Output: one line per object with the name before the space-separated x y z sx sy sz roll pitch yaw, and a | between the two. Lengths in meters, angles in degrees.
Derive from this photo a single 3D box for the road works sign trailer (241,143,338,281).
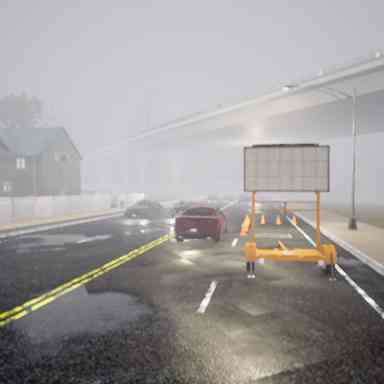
road works sign trailer | 2.715 0.398 9.752 2.380 3.560 2.880 0 0 8

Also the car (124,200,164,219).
car | -3.832 1.354 27.617 2.033 1.411 5.357 0 0 11

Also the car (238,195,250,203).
car | 9.341 1.178 59.463 1.994 1.385 4.181 0 0 11

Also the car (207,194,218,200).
car | 4.255 1.115 67.901 1.994 1.385 4.181 0 0 11

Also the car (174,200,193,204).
car | -0.496 1.373 27.719 1.994 1.385 4.181 0 0 11

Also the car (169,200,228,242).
car | 0.582 1.368 15.736 1.882 1.535 5.008 0 0 12

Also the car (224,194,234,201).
car | 7.604 1.100 68.058 2.033 1.411 5.357 0 0 11
